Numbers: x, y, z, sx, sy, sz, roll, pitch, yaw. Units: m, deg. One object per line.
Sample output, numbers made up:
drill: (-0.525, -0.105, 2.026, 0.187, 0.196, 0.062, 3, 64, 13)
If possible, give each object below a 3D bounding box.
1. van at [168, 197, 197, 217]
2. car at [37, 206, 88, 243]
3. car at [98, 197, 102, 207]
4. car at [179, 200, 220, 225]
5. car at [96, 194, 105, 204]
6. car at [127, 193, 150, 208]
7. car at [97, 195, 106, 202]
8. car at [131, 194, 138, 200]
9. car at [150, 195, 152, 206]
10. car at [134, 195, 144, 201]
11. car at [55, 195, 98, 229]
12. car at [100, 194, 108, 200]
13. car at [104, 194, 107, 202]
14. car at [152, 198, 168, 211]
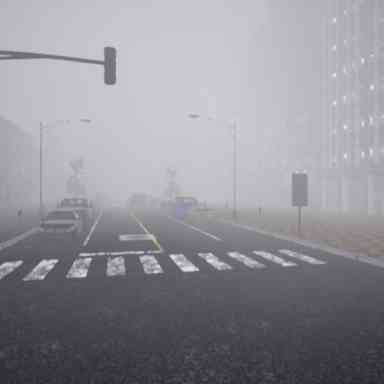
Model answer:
van: (-0.643, 1.304, 28.725, 1.690, 1.788, 3.998, 0, 0, -13)
car: (-6.216, 1.552, 15.977, 1.802, 1.307, 4.206, 0, 0, -13)
car: (-10.084, 1.495, 32.175, 2.008, 1.369, 4.403, 0, 0, -13)
car: (0.606, 1.496, 23.490, 1.752, 1.417, 4.829, 0, 0, -13)
car: (-13.913, 1.445, 48.207, 1.752, 1.417, 4.829, 0, 0, -13)
car: (-7.620, 1.152, 46.784, 2.150, 2.045, 5.566, 0, 0, -13)
car: (-20.360, 1.403, 75.203, 1.752, 1.417, 4.829, 0, 0, -13)
car: (-16.156, 1.389, 93.680, 1.752, 1.417, 4.829, 0, 0, -13)
car: (-5.802, 1.494, 50.321, 1.947, 1.339, 4.313, 0, 0, -13)
car: (-12.249, 1.453, 77.317, 1.947, 1.339, 4.313, 0, 0, -13)
car: (-7.504, 1.277, 21.376, 2.192, 1.841, 5.009, 0, 0, -13)
car: (-24.267, 1.294, 91.566, 1.967, 1.590, 4.097, 0, 0, -13)
car: (-16.531, 1.453, 59.170, 2.008, 1.369, 4.403, 0, 0, -13)
car: (-3.223, 1.496, 39.523, 2.008, 1.369, 4.403, 0, 0, -13)
